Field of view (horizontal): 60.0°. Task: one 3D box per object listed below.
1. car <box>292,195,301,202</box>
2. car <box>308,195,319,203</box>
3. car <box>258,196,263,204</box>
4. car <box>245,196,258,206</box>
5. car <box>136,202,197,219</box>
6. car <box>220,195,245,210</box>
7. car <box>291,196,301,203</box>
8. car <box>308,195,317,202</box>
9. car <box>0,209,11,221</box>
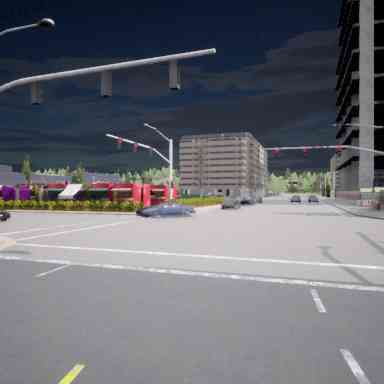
[{"bbox_3d":[24.684,1.548,78.503,2.033,1.411,5.357,0,0,19],"label":"car"},{"bbox_3d":[24.805,1.549,67.843,2.033,1.411,5.357,0,0,19],"label":"car"},{"bbox_3d":[12.629,1.497,64.759,2.128,1.511,4.902,0,0,19],"label":"car"},{"bbox_3d":[8.987,1.607,54.095,1.895,1.301,4.718,0,0,19],"label":"car"},{"bbox_3d":[-2.234,1.589,29.985,5.357,1.411,2.033,0,0,-28],"label":"car"},{"bbox_3d":[5.019,1.510,42.343,1.837,1.490,4.892,0,0,19],"label":"car"},{"bbox_3d":[21.597,1.562,69.281,1.994,1.385,4.181,0,0,19],"label":"car"},{"bbox_3d":[28.105,1.533,77.696,1.812,1.442,4.674,0,0,19],"label":"car"},{"bbox_3d":[-16.446,1.622,26.160,4.181,1.385,1.994,0,0,19],"label":"car"}]
